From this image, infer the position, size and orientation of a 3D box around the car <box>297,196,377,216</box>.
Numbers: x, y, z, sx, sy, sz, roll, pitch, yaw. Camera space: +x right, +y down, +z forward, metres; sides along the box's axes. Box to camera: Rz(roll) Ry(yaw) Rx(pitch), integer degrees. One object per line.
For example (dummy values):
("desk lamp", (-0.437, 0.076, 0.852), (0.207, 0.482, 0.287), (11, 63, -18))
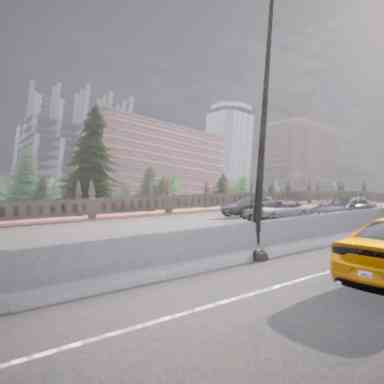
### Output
("car", (8.488, 1.022, 18.652), (4.902, 1.511, 2.128), (-2, 1, -35))

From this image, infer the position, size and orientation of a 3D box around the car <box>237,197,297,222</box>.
("car", (5.325, 1.168, 20.695), (4.718, 1.301, 1.895), (-2, 1, -36))

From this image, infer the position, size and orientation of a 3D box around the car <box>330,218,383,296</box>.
("car", (5.110, 1.255, 7.396), (5.008, 1.535, 1.882), (-2, 1, -36))

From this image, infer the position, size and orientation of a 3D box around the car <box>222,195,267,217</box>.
("car", (4.335, 1.037, 24.289), (4.892, 1.490, 1.837), (-2, 1, -35))
